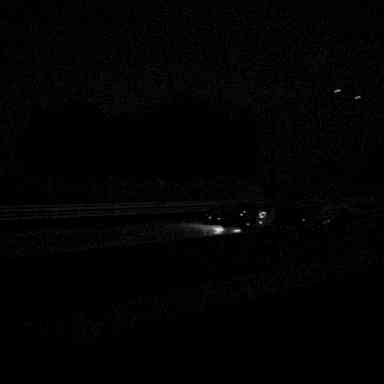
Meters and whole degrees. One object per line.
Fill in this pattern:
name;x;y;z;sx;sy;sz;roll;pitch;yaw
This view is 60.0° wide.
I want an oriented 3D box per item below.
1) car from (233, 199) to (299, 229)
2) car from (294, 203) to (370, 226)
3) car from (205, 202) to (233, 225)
car;5.056;1.276;20.491;4.553;1.767;2.097;0;0;-35
car;7.976;1.446;18.276;4.674;1.442;1.812;0;0;-35
car;3.163;1.428;23.441;4.892;1.490;1.837;0;0;-35
